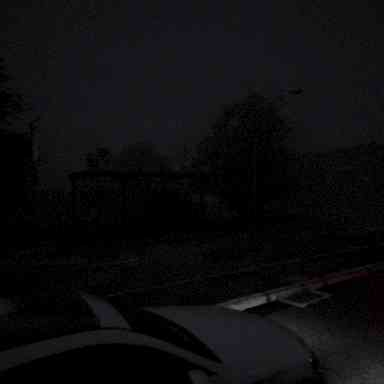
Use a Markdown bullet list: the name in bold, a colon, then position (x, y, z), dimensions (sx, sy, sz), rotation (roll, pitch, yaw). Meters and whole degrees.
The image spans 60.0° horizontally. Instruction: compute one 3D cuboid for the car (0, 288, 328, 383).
- **car**: position (-0.926, 1.525, 2.475), dimensions (4.674, 1.442, 1.812), rotation (0, 0, -36)
